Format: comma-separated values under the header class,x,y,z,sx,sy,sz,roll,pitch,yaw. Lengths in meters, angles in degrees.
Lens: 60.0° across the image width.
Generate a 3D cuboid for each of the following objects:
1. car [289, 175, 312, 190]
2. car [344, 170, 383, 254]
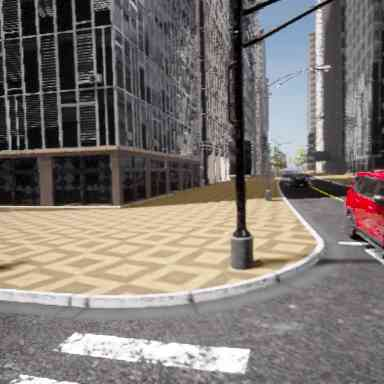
class,x,y,z,sx,sy,sz,roll,pitch,yaw
car,10.754,-0.964,33.279,1.994,1.385,4.181,-1,4,14
car,5.342,0.551,7.949,2.150,2.045,5.566,-1,5,10
